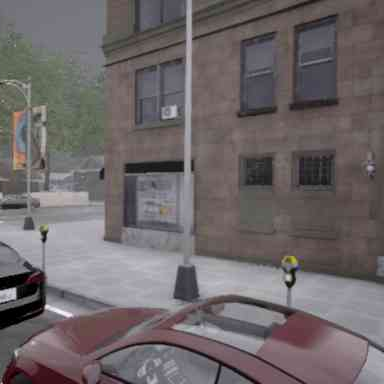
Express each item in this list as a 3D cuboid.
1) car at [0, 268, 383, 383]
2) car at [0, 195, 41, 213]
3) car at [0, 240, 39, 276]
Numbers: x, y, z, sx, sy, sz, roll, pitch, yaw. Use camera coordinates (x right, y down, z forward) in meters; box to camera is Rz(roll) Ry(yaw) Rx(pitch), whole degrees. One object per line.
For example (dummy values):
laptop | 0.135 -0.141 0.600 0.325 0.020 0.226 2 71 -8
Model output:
car | 0.161 1.564 2.695 4.206 1.307 1.802 1 1 35
car | -15.878 0.991 29.259 2.128 1.511 4.902 1 1 36
car | -4.331 1.474 5.899 4.313 1.339 1.947 1 1 35
